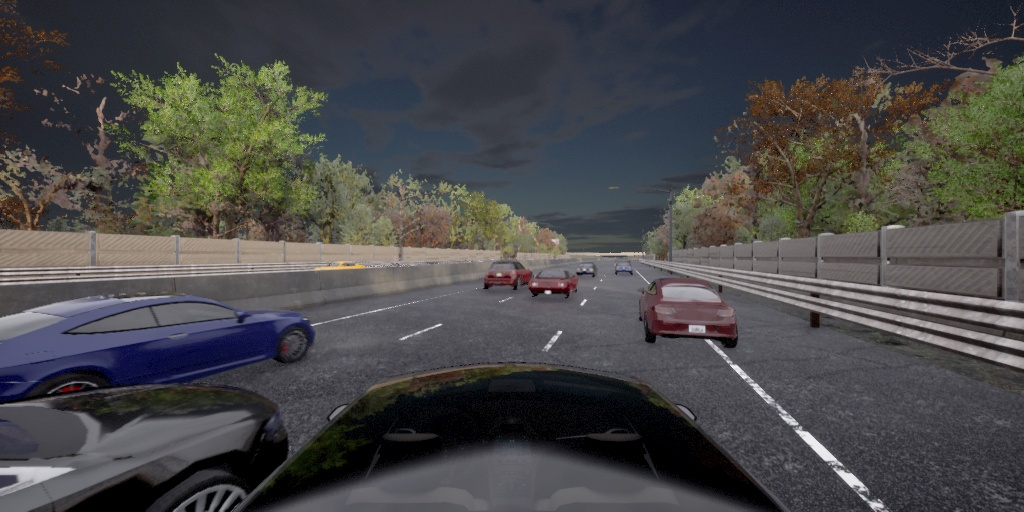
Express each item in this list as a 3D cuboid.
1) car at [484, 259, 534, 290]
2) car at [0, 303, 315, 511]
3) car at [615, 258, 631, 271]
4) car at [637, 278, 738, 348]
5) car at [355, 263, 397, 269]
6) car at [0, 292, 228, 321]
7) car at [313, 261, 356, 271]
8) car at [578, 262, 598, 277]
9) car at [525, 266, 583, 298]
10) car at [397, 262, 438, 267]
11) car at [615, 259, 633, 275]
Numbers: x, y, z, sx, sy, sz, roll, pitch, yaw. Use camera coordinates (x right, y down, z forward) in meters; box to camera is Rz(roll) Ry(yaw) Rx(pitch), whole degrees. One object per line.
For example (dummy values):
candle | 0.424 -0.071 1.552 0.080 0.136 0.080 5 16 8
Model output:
car | -0.109 1.110 22.634 2.097 1.767 4.553 0 0 17
car | -3.063 1.242 0.872 2.128 1.511 4.902 0 0 17
car | 15.621 1.135 50.557 2.097 1.767 4.553 0 0 17
car | 4.328 1.279 9.290 1.812 1.442 4.674 0 0 17
car | -11.786 1.362 33.049 1.895 1.301 4.718 0 0 17
car | -5.344 1.275 5.437 1.812 1.442 4.674 0 0 17
car | -15.628 1.237 32.446 1.882 1.535 5.008 0 0 17
car | 7.431 1.313 35.419 2.033 1.411 5.357 0 0 17
car | 2.314 1.357 18.570 1.895 1.301 4.718 0 0 17
car | -8.035 1.309 33.357 2.033 1.411 5.357 0 0 17
car | 12.524 1.318 40.186 2.033 1.411 5.357 0 0 17
